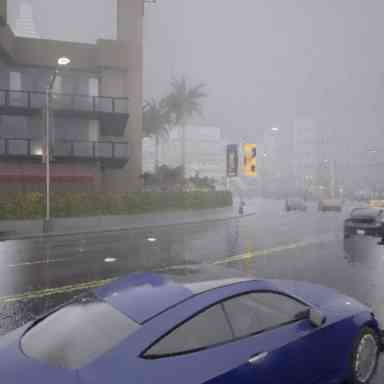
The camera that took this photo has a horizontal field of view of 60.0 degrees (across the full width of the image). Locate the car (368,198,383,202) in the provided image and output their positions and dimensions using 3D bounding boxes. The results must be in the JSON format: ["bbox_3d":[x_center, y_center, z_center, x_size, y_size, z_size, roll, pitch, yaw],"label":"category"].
[{"bbox_3d":[17.106,1.464,30.734,1.882,1.535,5.008,0,0,19],"label":"car"}]

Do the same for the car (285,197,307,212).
[{"bbox_3d":[11.704,1.330,37.538,2.097,1.767,4.553,0,0,12],"label":"car"}]

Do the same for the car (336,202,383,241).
[{"bbox_3d":[9.052,1.500,16.643,1.837,1.490,4.892,0,1,40],"label":"car"}]

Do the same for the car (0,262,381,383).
[{"bbox_3d":[0.222,1.523,3.567,4.674,1.442,1.812,0,0,-38],"label":"car"}]

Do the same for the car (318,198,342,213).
[{"bbox_3d":[14.970,1.459,36.197,1.882,1.535,5.008,0,0,14],"label":"car"}]
